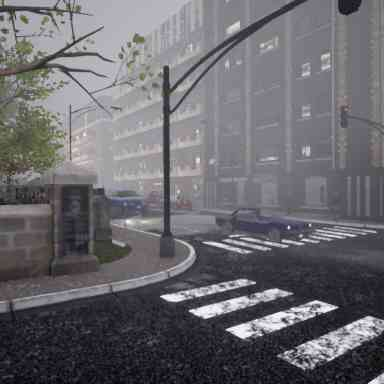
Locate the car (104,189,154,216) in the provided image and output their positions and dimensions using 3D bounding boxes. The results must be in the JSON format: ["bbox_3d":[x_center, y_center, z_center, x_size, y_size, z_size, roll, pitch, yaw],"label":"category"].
[{"bbox_3d":[-5.767,0.785,28.064,2.150,2.045,5.566,0,1,-36],"label":"car"}]

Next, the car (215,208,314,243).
[{"bbox_3d":[3.272,1.456,15.720,1.895,1.301,4.718,0,2,-36],"label":"car"}]

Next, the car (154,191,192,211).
[{"bbox_3d":[-1.757,0.950,32.413,1.967,1.590,4.097,1,1,-36],"label":"car"}]

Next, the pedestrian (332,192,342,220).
[{"bbox_3d":[9.513,0.902,21.976,0.375,1.860,0.375,1,-1,-36],"label":"pedestrian"}]

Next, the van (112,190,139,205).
[{"bbox_3d":[-8.280,0.655,41.324,1.690,1.788,3.998,1,1,-36],"label":"van"}]
